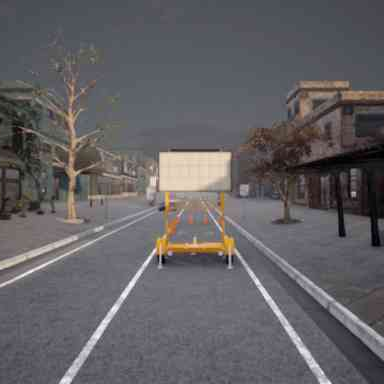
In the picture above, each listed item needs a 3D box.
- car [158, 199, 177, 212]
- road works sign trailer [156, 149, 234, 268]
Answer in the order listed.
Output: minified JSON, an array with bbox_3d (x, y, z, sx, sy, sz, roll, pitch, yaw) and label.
[{"bbox_3d":[-2.729,1.517,37.960,2.033,1.411,5.357,0,0,1],"label":"car"},{"bbox_3d":[0.104,0.399,10.914,2.380,3.560,2.880,0,0,1],"label":"road works sign trailer"}]
